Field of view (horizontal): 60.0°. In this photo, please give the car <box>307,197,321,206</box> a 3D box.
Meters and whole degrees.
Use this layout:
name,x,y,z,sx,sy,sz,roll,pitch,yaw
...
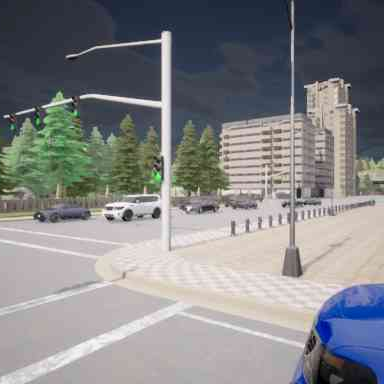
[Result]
name,x,y,z,sx,sy,sz,roll,pitch,yaw
car,20.214,1.563,55.688,1.994,1.385,4.181,0,0,35

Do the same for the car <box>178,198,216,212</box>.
name,x,y,z,sx,sy,sz,roll,pitch,yaw
car,0.688,1.547,40.689,2.033,1.411,5.357,0,0,36

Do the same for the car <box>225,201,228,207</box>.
name,x,y,z,sx,sy,sz,roll,pitch,yaw
car,6.511,1.564,48.799,1.994,1.385,4.181,0,0,36

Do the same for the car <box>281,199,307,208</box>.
name,x,y,z,sx,sy,sz,roll,pitch,yaw
car,14.431,1.601,47.576,1.895,1.301,4.718,0,0,35

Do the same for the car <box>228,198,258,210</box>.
name,x,y,z,sx,sy,sz,roll,pitch,yaw
car,6.931,1.564,43.390,1.994,1.385,4.181,0,0,36

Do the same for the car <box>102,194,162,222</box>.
name,x,y,z,sx,sy,sz,roll,pitch,yaw
car,-4.657,1.221,27.166,2.150,2.045,5.566,0,0,35

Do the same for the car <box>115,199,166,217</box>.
name,x,y,z,sx,sy,sz,roll,pitch,yaw
car,-4.988,1.491,32.732,2.128,1.511,4.902,0,0,35

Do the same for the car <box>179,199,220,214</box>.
name,x,y,z,sx,sy,sz,roll,pitch,yaw
car,1.106,1.491,35.247,2.128,1.511,4.902,0,0,36

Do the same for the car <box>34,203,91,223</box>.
name,x,y,z,sx,sy,sz,roll,pitch,yaw
car,-9.950,1.564,25.771,1.994,1.385,4.181,0,0,35

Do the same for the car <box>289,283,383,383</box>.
name,x,y,z,sx,sy,sz,roll,pitch,yaw
car,3.350,1.222,1.577,5.566,2.045,2.150,0,0,36
